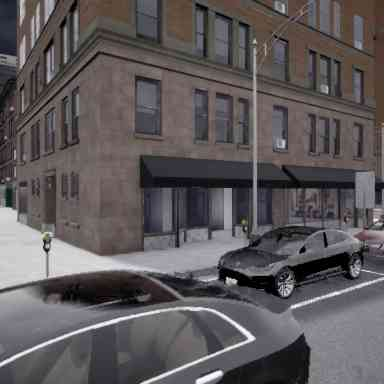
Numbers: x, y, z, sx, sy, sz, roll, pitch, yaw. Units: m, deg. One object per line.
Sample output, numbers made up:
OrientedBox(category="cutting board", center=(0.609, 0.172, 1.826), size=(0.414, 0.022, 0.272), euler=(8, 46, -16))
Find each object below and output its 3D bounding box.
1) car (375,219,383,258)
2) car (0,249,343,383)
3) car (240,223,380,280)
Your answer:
OrientedBox(category="car", center=(7.109, 1.582, 11.590), size=(4.206, 1.307, 1.802), euler=(0, 0, -35))
OrientedBox(category="car", center=(-1.130, 1.505, 2.449), size=(4.892, 1.490, 1.837), euler=(0, 0, -35))
OrientedBox(category="car", center=(2.627, 1.566, 8.400), size=(4.313, 1.339, 1.947), euler=(0, 0, -35))
